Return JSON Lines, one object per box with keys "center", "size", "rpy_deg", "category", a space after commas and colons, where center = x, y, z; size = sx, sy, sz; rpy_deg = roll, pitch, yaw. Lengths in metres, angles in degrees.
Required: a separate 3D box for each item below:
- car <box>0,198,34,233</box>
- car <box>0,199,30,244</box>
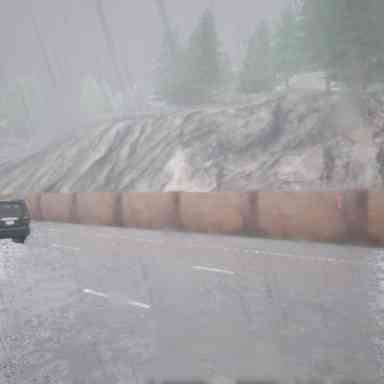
{"center": [-13.144, 1.464, 22.435], "size": [5.566, 2.045, 2.150], "rpy_deg": [0, 0, 37], "category": "car"}
{"center": [-9.776, 1.394, 15.552], "size": [5.566, 2.045, 2.150], "rpy_deg": [0, 0, 37], "category": "car"}
